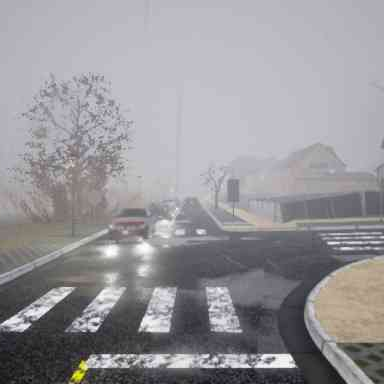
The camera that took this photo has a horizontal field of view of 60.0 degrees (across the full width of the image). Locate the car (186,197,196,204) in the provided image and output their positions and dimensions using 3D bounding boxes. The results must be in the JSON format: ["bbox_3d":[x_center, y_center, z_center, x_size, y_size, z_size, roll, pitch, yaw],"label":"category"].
[{"bbox_3d":[-0.155,1.639,67.367,1.895,1.301,4.718,0,0,0],"label":"car"}]

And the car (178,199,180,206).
[{"bbox_3d":[-3.014,1.513,53.273,2.128,1.511,4.902,0,0,0],"label":"car"}]

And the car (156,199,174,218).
[{"bbox_3d":[-2.961,1.606,29.845,1.895,1.301,4.718,0,0,0],"label":"car"}]

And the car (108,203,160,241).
[{"bbox_3d":[-2.917,1.522,16.916,1.812,1.442,4.674,0,0,0],"label":"car"}]

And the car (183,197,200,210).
[{"bbox_3d":[-0.060,1.365,42.317,2.097,1.767,4.553,0,0,0],"label":"car"}]

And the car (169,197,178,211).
[{"bbox_3d":[-3.008,1.538,40.851,1.812,1.442,4.674,0,0,0],"label":"car"}]
